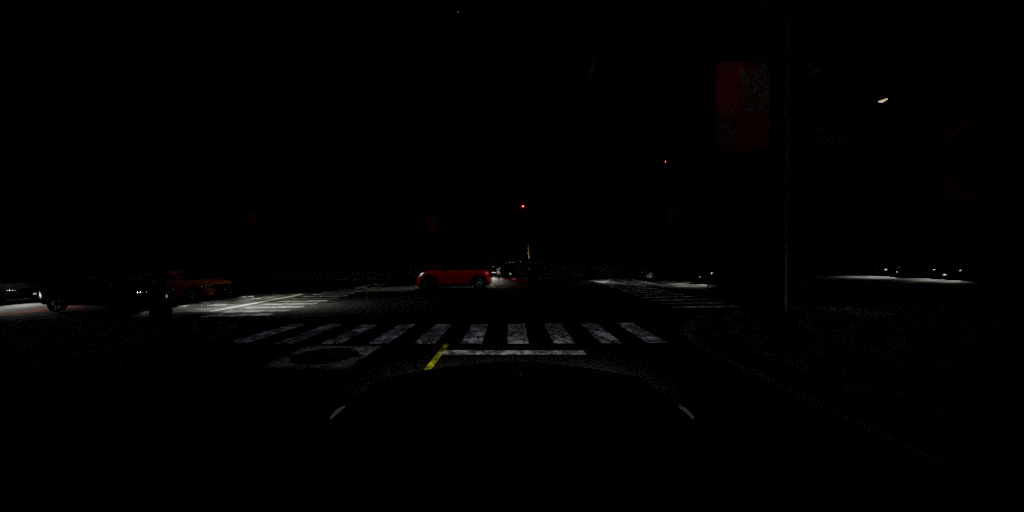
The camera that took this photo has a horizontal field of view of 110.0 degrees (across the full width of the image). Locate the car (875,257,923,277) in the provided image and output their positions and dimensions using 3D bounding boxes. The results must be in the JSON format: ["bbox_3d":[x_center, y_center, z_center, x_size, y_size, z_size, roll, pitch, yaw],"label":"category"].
[{"bbox_3d":[28.844,0.772,25.756,4.181,1.385,1.994,-1,0,0],"label":"car"}]

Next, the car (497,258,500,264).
[{"bbox_3d":[-3.156,1.305,48.995,2.033,1.411,5.357,0,0,0],"label":"car"}]

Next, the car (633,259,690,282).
[{"bbox_3d":[11.371,0.992,25.874,5.008,1.535,1.882,-1,0,3],"label":"car"}]

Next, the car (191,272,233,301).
[{"bbox_3d":[-17.646,1.528,18.995,5.008,1.535,1.882,-1,0,2],"label":"car"}]

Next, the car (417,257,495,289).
[{"bbox_3d":[-3.580,1.114,22.461,4.553,1.767,2.097,0,0,0],"label":"car"}]

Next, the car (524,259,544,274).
[{"bbox_3d":[2.740,1.305,41.206,2.007,1.370,4.403,0,0,0],"label":"car"}]

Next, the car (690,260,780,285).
[{"bbox_3d":[14.114,0.997,22.482,4.674,1.442,1.812,-1,0,0],"label":"car"}]

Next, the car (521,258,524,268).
[{"bbox_3d":[2.689,1.304,52.094,1.888,1.381,4.507,0,0,0],"label":"car"}]

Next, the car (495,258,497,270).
[{"bbox_3d":[-3.110,1.246,39.137,2.128,1.511,4.902,0,0,0],"label":"car"}]

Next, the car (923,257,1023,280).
[{"bbox_3d":[29.807,0.744,22.505,5.357,1.411,2.033,-1,0,0],"label":"car"}]

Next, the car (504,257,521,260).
[{"bbox_3d":[-0.021,1.254,62.490,2.128,1.511,4.902,0,0,0],"label":"car"}]

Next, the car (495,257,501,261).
[{"bbox_3d":[-3.191,1.288,58.933,1.812,1.442,4.674,0,0,0],"label":"car"}]

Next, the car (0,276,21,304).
[{"bbox_3d":[-27.620,1.763,18.979,4.674,1.442,1.812,-1,0,0],"label":"car"}]

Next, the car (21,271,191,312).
[{"bbox_3d":[-17.624,1.546,15.751,4.902,1.511,2.128,-1,0,2],"label":"car"}]

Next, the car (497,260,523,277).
[{"bbox_3d":[-0.196,1.354,35.798,1.895,1.301,4.718,0,0,0],"label":"car"}]
